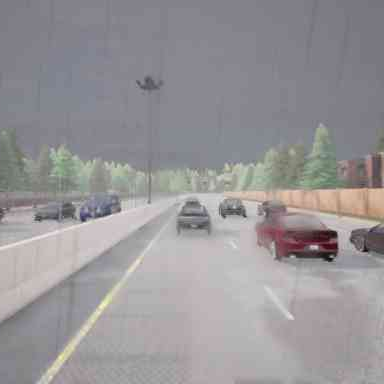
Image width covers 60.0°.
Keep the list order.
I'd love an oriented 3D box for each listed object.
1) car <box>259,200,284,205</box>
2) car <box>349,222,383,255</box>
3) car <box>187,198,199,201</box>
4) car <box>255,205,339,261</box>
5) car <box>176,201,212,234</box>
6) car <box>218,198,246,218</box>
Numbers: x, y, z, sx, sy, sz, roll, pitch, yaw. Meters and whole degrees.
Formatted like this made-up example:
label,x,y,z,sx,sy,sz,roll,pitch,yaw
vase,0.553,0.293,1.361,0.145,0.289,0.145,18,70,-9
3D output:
label,x,y,z,sx,sy,sz,roll,pitch,yaw
car,7.096,1.506,29.677,1.837,1.490,4.892,0,0,0
car,7.092,1.548,10.628,2.033,1.411,5.357,0,0,0
car,0.094,1.505,40.028,1.837,1.490,4.892,0,0,0
car,3.597,1.478,12.295,1.882,1.535,5.008,0,0,0
car,0.097,1.492,19.100,2.128,1.511,4.902,0,0,0
car,3.595,1.353,30.384,2.097,1.767,4.553,0,0,0
